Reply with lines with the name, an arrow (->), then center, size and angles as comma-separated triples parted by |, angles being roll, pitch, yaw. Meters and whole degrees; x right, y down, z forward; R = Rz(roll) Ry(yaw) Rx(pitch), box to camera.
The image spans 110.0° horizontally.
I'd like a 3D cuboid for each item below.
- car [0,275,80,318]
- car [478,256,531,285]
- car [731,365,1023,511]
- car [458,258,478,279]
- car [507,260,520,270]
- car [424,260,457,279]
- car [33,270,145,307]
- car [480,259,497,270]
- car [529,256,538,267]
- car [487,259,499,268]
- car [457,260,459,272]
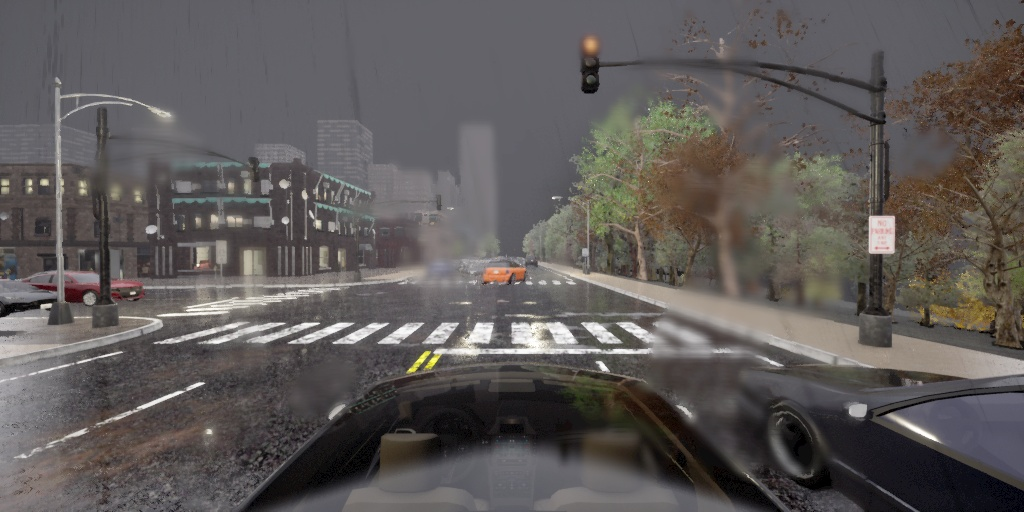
car -> -19.932, 1.564, 13.681 | 4.313, 1.339, 1.948 | 0, 0, 0
car -> -0.416, 1.095, 25.864 | 2.097, 1.767, 4.553 | 0, 0, 18
car -> 3.350, 1.297, 1.504 | 2.033, 1.411, 5.357 | 0, 0, 0
car -> -3.305, 1.232, 32.968 | 2.128, 1.511, 4.902 | 0, 0, 0
car -> 0.164, 1.331, 54.763 | 1.895, 1.301, 4.718 | 0, 0, 0
car -> -6.557, 1.266, 32.981 | 1.812, 1.442, 4.674 | 0, 0, 0
car -> -19.821, 1.448, 16.386 | 5.008, 1.535, 1.882 | -1, 1, 0
car -> -3.278, 1.224, 51.776 | 2.128, 1.511, 4.902 | 0, 0, 0
car -> 3.428, 0.948, 64.252 | 2.150, 2.045, 5.566 | 0, 0, 0
car -> -3.240, 1.253, 61.777 | 1.812, 1.442, 4.674 | 0, 0, 1
car -> -6.543, 1.241, 42.241 | 1.837, 1.490, 4.892 | 0, 0, 0
